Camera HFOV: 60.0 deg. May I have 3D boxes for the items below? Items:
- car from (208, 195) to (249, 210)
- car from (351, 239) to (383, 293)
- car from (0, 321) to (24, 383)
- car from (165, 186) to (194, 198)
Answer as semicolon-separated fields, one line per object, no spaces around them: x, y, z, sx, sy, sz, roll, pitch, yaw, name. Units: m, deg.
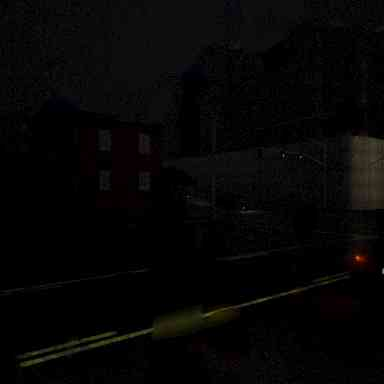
3.999;1.105;37.592;2.033;1.411;5.357;0;5;-36;car
5.579;1.564;7.732;4.181;1.385;1.994;0;0;-35;car
-3.673;1.223;1.154;5.566;2.045;2.150;0;0;-34;car
-1.748;-0.076;45.642;1.895;1.301;4.718;0;9;-36;car
